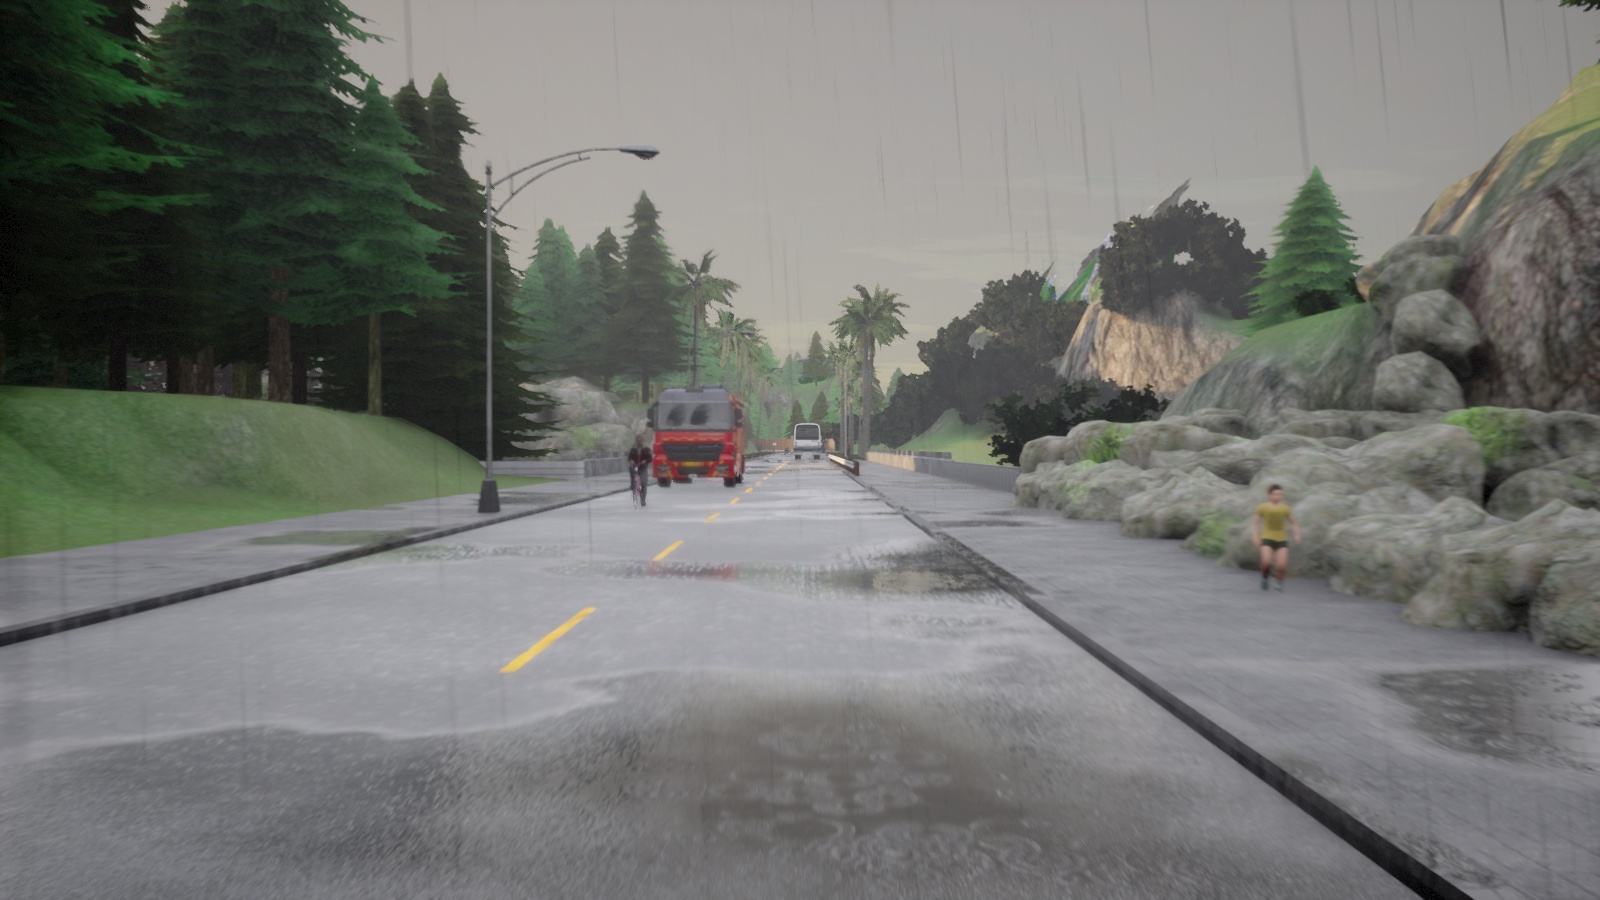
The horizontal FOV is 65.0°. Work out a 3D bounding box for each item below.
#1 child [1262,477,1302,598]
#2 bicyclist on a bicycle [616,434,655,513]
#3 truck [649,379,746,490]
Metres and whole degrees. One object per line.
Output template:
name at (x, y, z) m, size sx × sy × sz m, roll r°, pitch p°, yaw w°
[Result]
child at (4.511, 0.809, 11.765) m, size 0.255 × 1.110 × 0.394 m, roll 0°, pitch 0°, yaw 7°
bicyclist on a bicycle at (-3.820, 0.535, 29.246) m, size 0.659 × 1.776 × 1.843 m, roll 0°, pitch 0°, yaw 0°
truck at (-3.717, -0.550, 47.451) m, size 2.891 × 3.827 × 8.468 m, roll 0°, pitch 0°, yaw 0°
